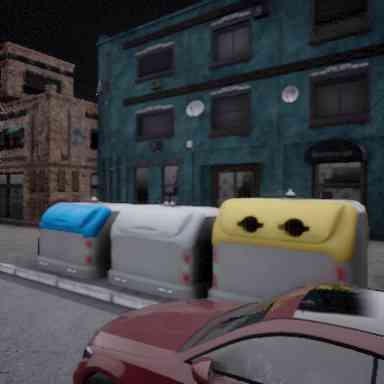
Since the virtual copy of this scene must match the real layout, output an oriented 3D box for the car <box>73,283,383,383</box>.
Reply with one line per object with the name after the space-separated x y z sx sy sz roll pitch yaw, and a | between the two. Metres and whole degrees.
1.040 1.526 2.636 4.674 1.442 1.812 0 0 36 | car
